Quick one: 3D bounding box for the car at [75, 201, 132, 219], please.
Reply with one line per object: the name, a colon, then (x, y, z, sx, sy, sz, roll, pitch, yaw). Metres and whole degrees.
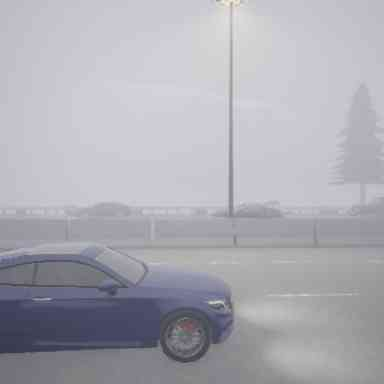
car: (-7.753, 1.607, 29.324, 4.892, 1.490, 1.837, 0, 0, -6)

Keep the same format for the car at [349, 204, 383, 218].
car: (12.139, 1.641, 19.849, 5.357, 1.411, 2.033, 0, 0, 1)

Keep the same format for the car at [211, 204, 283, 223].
car: (3.810, 1.586, 23.162, 4.902, 1.511, 2.128, 0, 0, -2)

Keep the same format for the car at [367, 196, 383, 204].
car: (15.687, 1.347, 26.759, 5.566, 2.045, 2.150, 0, 0, 2)

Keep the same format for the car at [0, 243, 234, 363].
car: (-1.705, 1.543, 5.118, 4.674, 1.442, 1.812, 0, 0, -5)
